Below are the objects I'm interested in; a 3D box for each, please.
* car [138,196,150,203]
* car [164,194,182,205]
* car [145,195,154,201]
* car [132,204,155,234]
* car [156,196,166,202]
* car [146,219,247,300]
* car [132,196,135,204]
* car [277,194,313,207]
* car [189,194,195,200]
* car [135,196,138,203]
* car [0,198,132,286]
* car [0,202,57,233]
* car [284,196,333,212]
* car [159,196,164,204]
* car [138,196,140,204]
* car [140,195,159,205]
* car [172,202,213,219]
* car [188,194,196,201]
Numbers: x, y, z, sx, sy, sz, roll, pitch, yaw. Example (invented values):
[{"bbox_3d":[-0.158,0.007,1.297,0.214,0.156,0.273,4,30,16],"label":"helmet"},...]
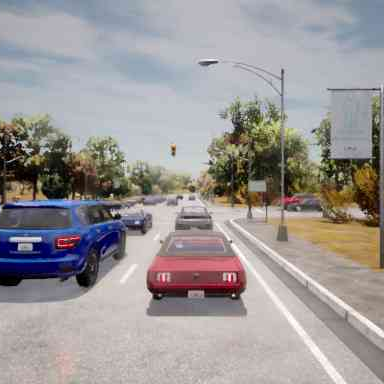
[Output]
[{"bbox_3d":[-10.490,1.551,72.530,1.994,1.385,4.181,0,0,0],"label":"car"},{"bbox_3d":[-3.341,1.546,58.263,2.033,1.411,5.357,0,0,-1],"label":"car"},{"bbox_3d":[-10.489,1.522,82.558,1.812,1.442,4.674,0,0,0],"label":"car"},{"bbox_3d":[-3.398,1.601,19.261,1.895,1.301,4.718,0,0,0],"label":"car"},{"bbox_3d":[-6.990,1.594,75.772,1.895,1.301,4.718,0,0,0],"label":"car"},{"bbox_3d":[0.104,1.601,8.353,1.895,1.301,4.718,0,0,0],"label":"car"},{"bbox_3d":[-9.591,1.490,38.630,4.902,1.511,2.128,0,0,-31],"label":"car"},{"bbox_3d":[13.448,1.221,41.382,5.566,2.045,2.150,0,0,4],"label":"car"},{"bbox_3d":[0.013,1.359,95.509,1.882,1.535,5.008,0,0,0],"label":"car"},{"bbox_3d":[-10.580,1.600,54.771,1.895,1.301,4.718,0,0,0],"label":"car"},{"bbox_3d":[-3.403,1.221,9.507,2.150,2.045,5.566,0,0,0],"label":"car"},{"bbox_3d":[-10.450,1.477,20.867,1.882,1.535,5.008,0,0,0],"label":"car"},{"bbox_3d":[13.401,1.504,37.865,4.892,1.490,1.837,0,0,3],"label":"car"},{"bbox_3d":[-7.023,1.477,65.467,1.882,1.535,5.008,0,0,1],"label":"car"},{"bbox_3d":[-10.538,1.525,63.805,1.812,1.442,4.674,0,0,1],"label":"car"},{"bbox_3d":[-7.074,1.525,56.137,1.812,1.442,4.674,0,0,0],"label":"car"},{"bbox_3d":[0.103,1.491,17.623,2.128,1.511,4.902,0,0,0],"label":"car"},{"bbox_3d":[0.011,1.532,85.090,2.033,1.411,5.357,0,0,0],"label":"car"}]
